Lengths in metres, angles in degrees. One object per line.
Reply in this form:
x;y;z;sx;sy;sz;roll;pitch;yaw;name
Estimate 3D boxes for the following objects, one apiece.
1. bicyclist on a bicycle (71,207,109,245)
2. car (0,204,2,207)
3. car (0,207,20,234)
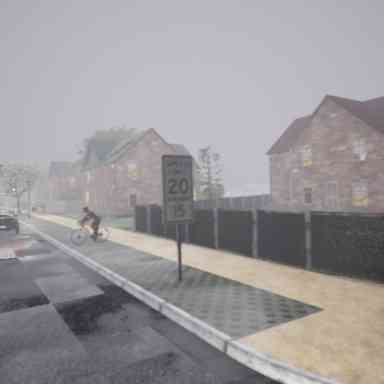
-4.486;1.464;14.619;1.656;1.620;0.582;-2;0;-32;bicyclist on a bicycle
-27.231;2.229;45.237;2.150;2.045;5.566;-2;-1;-32;car
-12.402;1.951;21.719;1.812;1.442;4.674;-2;0;-32;car
